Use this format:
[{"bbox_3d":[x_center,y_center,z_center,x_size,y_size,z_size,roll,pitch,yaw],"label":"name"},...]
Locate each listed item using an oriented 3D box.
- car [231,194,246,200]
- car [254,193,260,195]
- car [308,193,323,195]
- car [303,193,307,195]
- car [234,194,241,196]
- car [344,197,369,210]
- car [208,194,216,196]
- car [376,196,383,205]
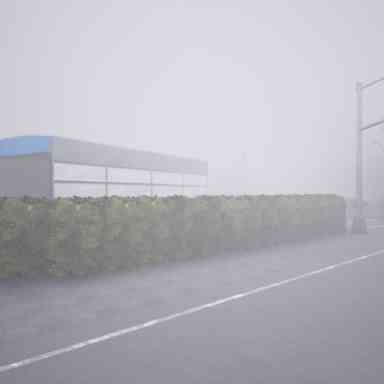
[{"bbox_3d":[12.221,1.232,87.059,3.806,1.475,1.970,0,0,-41],"label":"car"},{"bbox_3d":[16.631,1.154,82.385,5.027,1.636,2.152,0,0,-41],"label":"car"},{"bbox_3d":[27.130,1.097,70.705,4.605,1.855,1.932,0,0,-41],"label":"car"},{"bbox_3d":[24.932,1.077,72.649,3.866,1.878,1.905,0,0,-41],"label":"car"},{"bbox_3d":[8.906,1.298,63.555,4.514,1.523,2.007,0,0,-41],"label":"car"},{"bbox_3d":[19.277,1.339,39.577,4.514,1.523,2.007,0,0,-41],"label":"car"},{"bbox_3d":[4.481,1.298,85.273,4.514,1.523,2.007,0,0,-41],"label":"car"},{"bbox_3d":[31.502,1.384,53.928,3.806,1.475,1.970,0,0,-41],"label":"car"}]
